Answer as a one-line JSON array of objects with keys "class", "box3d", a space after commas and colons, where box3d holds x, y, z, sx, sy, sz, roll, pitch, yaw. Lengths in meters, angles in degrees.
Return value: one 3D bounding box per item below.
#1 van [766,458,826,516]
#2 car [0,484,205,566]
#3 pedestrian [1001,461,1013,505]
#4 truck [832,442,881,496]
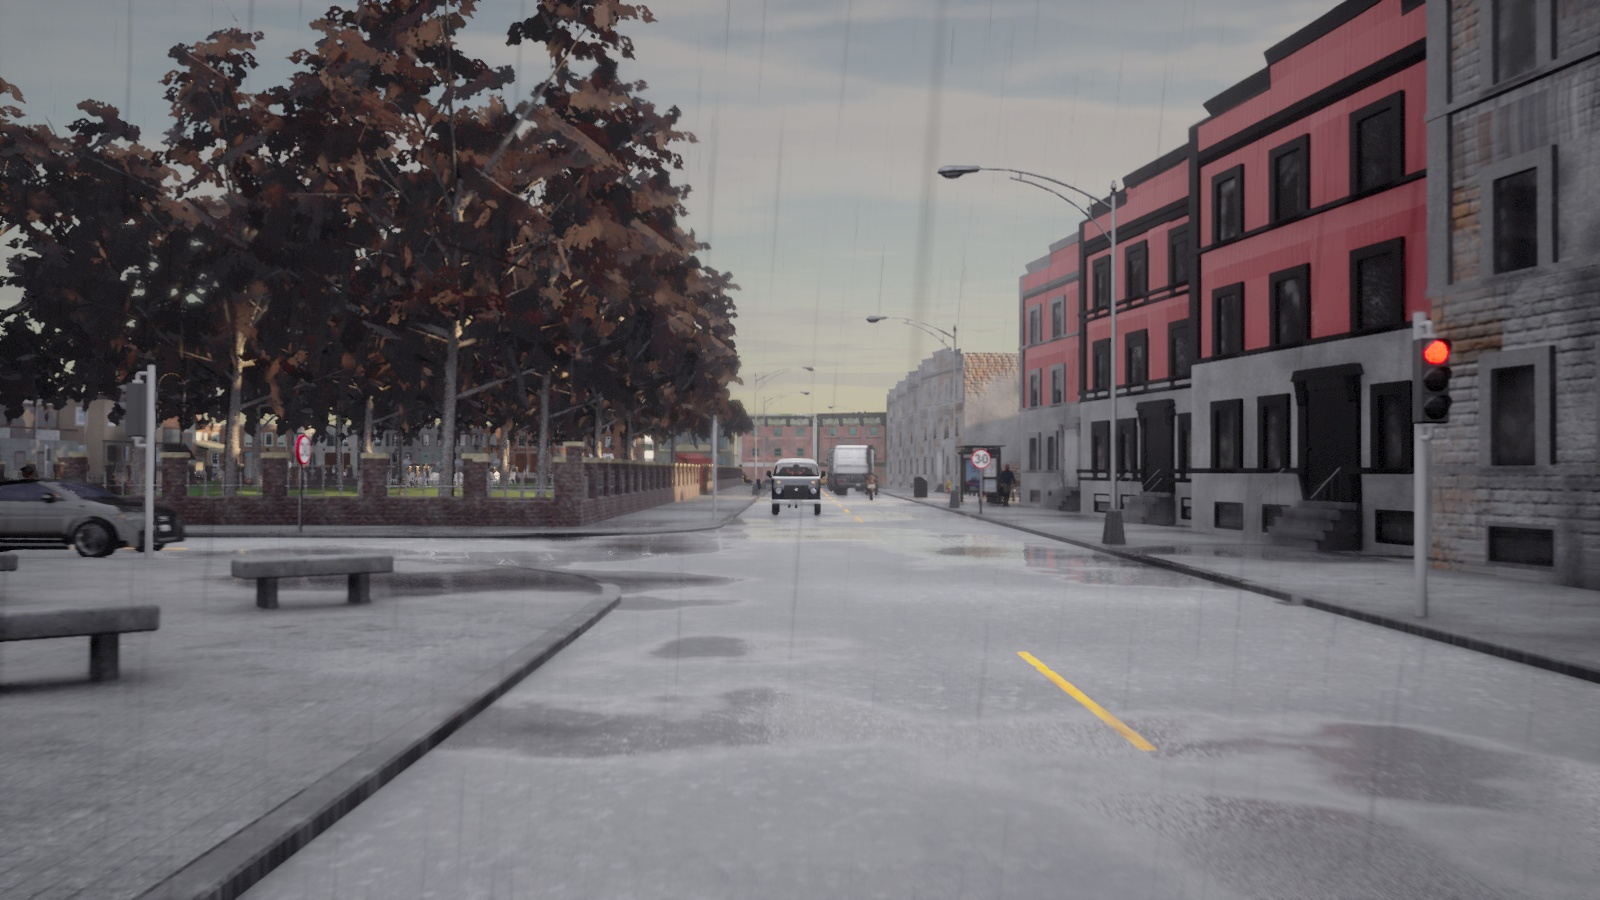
[{"class": "van", "box3d": [-0.120, 1.330, 46.021, 2.069, 2.038, 4.480, 0, -1, 0]}, {"class": "car", "box3d": [-13.277, 1.321, 22.586, 4.181, 1.385, 1.994, 0, -1, 0]}, {"class": "pedestrian", "box3d": [8.859, 1.413, 53.750, 0.402, 1.842, 0.726, 0, -1, -1]}, {"class": "truck", "box3d": [3.753, 1.286, 85.384, 2.891, 3.462, 7.936, 0, -1, 0]}]
